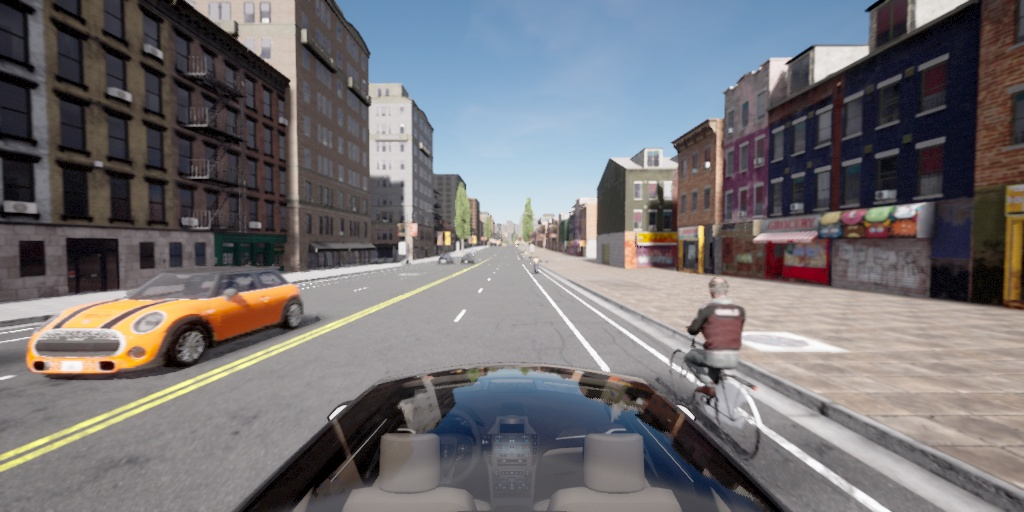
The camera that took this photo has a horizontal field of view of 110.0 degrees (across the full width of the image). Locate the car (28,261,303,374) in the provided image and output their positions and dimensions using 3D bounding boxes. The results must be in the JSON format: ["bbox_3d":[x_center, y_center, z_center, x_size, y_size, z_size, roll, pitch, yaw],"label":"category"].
[{"bbox_3d":[-6.607,1.038,7.619,2.097,1.767,4.553,0,1,0],"label":"car"}]

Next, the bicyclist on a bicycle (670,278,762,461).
[{"bbox_3d":[2.247,1.111,4.154,0.659,1.776,1.843,0,4,0],"label":"bicyclist on a bicycle"}]

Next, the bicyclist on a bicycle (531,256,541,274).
[{"bbox_3d":[2.219,0.814,33.007,0.866,1.612,1.509,0,1,0],"label":"bicyclist on a bicycle"}]

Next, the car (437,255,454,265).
[{"bbox_3d":[-9.806,0.517,53.437,1.812,1.442,4.674,0,1,0],"label":"car"}]

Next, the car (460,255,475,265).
[{"bbox_3d":[-6.556,0.540,53.477,1.837,1.490,4.892,0,1,0],"label":"car"}]
